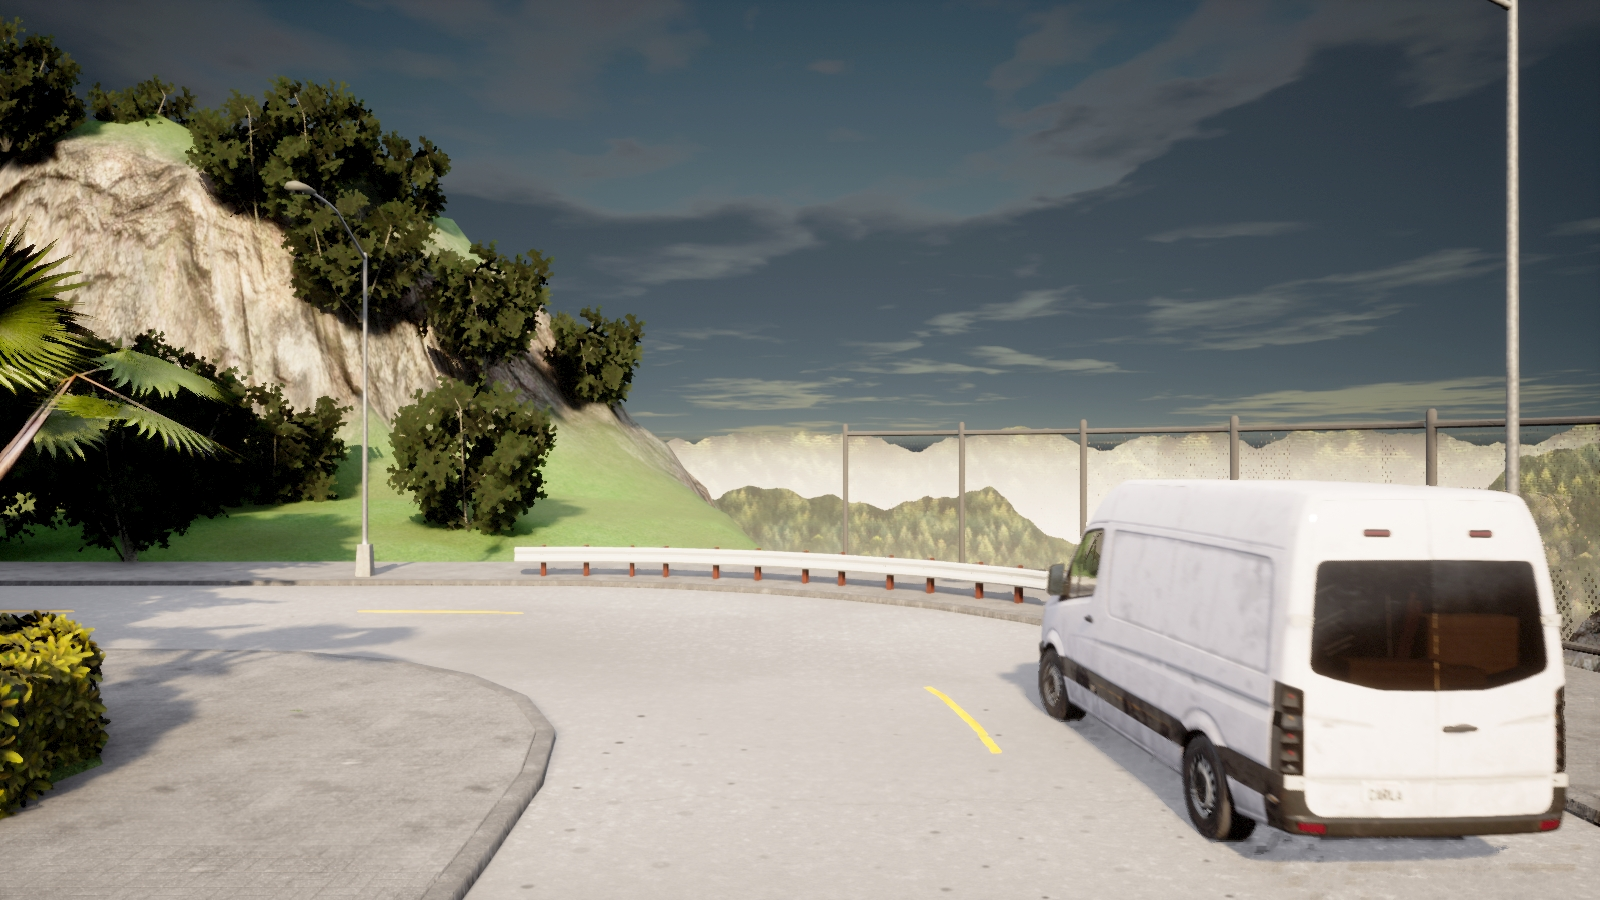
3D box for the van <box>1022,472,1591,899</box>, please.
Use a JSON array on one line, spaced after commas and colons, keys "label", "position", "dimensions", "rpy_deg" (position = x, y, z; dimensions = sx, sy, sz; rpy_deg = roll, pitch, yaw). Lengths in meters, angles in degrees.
[{"label": "van", "position": [3.750, 1.535, 10.070], "dimensions": [1.988, 2.561, 5.915], "rpy_deg": [1, 0, -4]}]
